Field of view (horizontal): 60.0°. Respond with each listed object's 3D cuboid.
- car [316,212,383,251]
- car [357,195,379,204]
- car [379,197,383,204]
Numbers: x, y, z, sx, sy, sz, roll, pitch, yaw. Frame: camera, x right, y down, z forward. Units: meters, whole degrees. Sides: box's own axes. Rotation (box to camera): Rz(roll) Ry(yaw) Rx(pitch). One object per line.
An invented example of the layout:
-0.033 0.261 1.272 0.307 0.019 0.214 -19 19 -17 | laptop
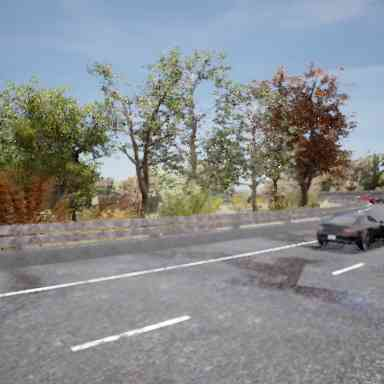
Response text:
7.135 1.606 14.556 4.674 1.442 1.812 0 0 -43 | car
38.830 1.608 74.104 2.150 2.045 5.566 0 0 7 | car
42.278 1.882 73.495 1.837 1.490 4.892 0 0 7 | car
